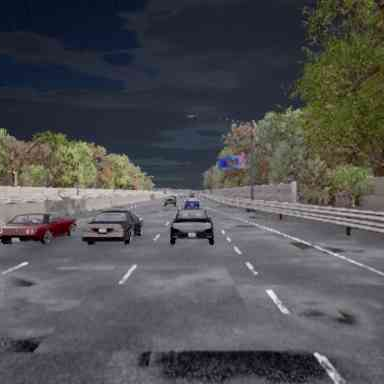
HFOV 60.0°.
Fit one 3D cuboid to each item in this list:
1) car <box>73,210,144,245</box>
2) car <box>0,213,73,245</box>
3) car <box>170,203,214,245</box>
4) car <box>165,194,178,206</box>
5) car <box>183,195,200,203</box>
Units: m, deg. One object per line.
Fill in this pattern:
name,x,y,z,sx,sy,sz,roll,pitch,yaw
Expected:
car,-3.494,1.558,15.535,2.033,1.411,5.357,0,0,0
car,-6.989,1.612,15.423,1.895,1.301,4.718,0,0,0
car,0.007,1.502,15.719,2.128,1.511,4.902,0,0,0
car,-3.474,1.544,55.065,1.837,1.490,4.892,0,0,0
car,0.021,1.508,44.904,1.882,1.535,5.008,0,0,0
